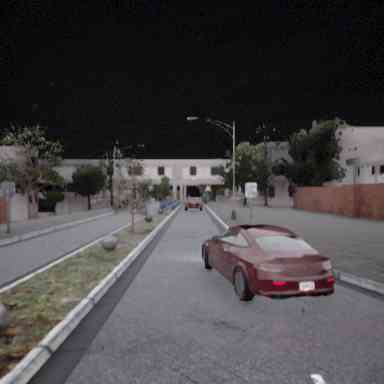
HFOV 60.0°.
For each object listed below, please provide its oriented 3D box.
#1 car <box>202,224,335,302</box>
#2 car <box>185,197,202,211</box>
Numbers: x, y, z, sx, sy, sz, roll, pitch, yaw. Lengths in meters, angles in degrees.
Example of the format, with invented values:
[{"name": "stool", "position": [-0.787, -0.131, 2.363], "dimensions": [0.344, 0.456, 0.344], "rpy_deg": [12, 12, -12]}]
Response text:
[{"name": "car", "position": [1.578, 1.522, 8.257], "dimensions": [1.812, 1.442, 4.674], "rpy_deg": [0, 0, -13]}, {"name": "car", "position": [0.194, 1.371, 41.540], "dimensions": [2.097, 1.767, 4.553], "rpy_deg": [0, 0, 0]}]
